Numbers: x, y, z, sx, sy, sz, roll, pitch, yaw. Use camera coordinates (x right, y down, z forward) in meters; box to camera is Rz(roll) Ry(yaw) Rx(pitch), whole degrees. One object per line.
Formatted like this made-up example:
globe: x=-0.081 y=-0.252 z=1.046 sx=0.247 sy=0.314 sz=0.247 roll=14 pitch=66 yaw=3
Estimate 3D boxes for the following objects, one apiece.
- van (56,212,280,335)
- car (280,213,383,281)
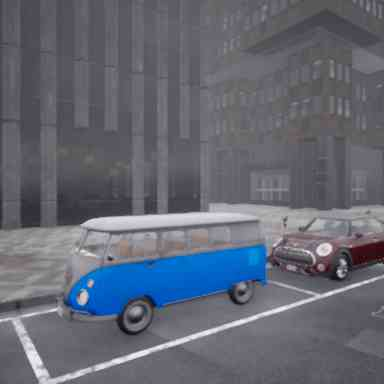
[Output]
van: x=-0.347 y=1.323 z=6.401 sx=3.998 sy=1.788 sz=1.690 roll=0 pitch=0 yaw=-36
car: x=4.150 y=1.392 z=9.610 sx=4.097 sy=1.590 sz=1.967 roll=0 pitch=0 yaw=-36
